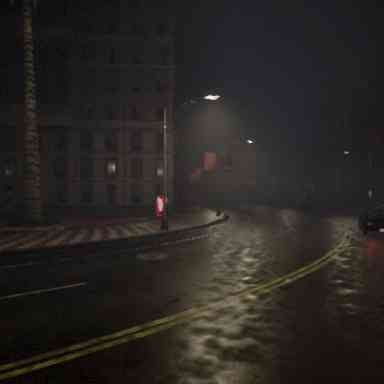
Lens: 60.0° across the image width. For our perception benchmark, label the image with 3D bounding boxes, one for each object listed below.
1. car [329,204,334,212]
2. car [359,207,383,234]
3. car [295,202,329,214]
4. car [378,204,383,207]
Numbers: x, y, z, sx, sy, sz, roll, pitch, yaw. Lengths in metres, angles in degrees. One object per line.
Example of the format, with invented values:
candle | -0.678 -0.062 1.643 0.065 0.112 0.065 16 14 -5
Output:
car | 17.914 2.044 46.214 1.994 1.385 4.181 0 -1 -3
car | 11.227 1.811 20.112 1.895 1.301 4.718 0 -1 23
car | 14.755 1.984 42.068 2.033 1.411 5.357 0 -1 -3
car | 17.458 1.797 29.393 2.128 1.511 4.902 0 -1 11
